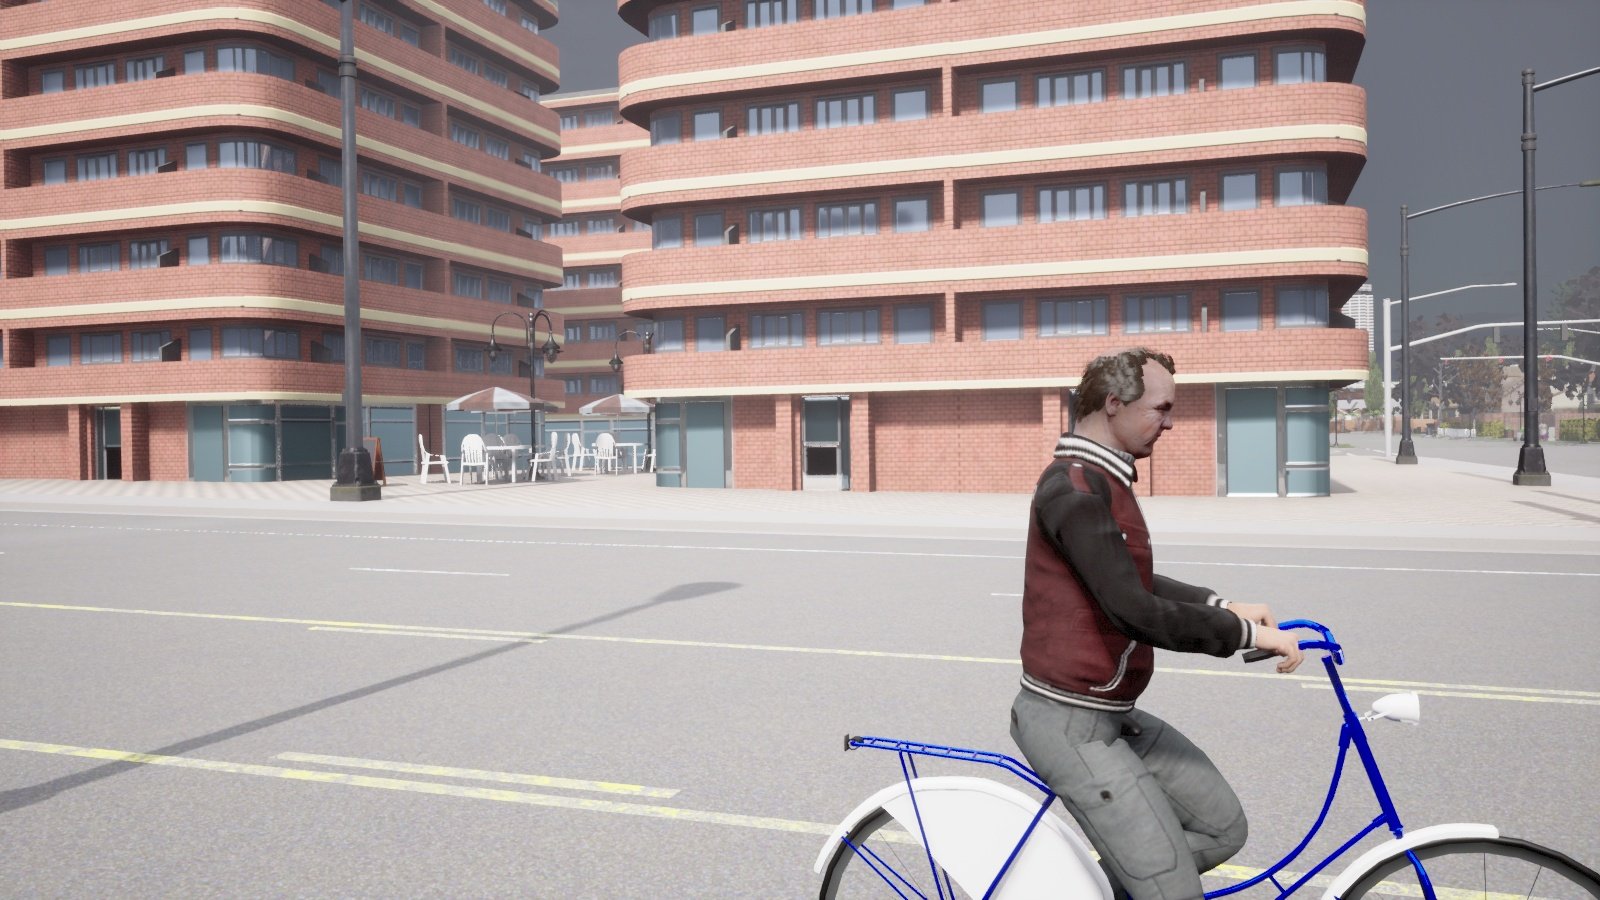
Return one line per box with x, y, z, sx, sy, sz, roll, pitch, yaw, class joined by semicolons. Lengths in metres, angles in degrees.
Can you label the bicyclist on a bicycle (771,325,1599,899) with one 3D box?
0.913;0.654;2.814;1.843;1.776;0.659;0;1;18;bicyclist on a bicycle
